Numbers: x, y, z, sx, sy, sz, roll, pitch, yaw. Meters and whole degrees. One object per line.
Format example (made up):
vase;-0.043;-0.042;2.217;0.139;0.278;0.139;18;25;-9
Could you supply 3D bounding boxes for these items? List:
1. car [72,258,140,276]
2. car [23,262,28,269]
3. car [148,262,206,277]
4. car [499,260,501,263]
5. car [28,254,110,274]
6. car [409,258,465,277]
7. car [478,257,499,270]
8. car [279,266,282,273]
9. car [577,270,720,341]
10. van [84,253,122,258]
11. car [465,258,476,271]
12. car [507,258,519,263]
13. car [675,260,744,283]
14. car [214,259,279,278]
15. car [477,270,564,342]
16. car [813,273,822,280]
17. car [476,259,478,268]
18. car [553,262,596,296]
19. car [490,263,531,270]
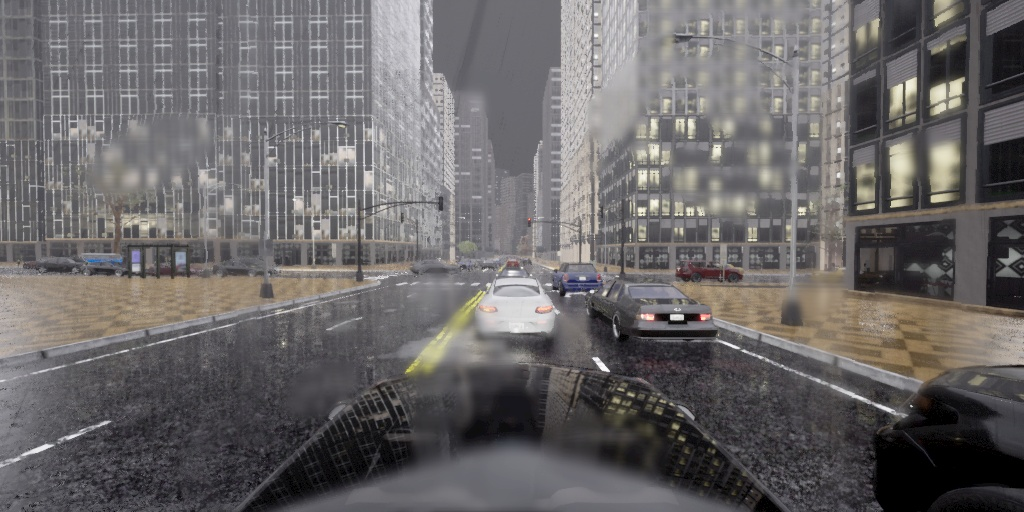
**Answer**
car;-34.072;1.069;30.615;4.313;1.339;1.948;0;0;1
car;-50.938;0.793;39.405;4.207;1.307;1.802;0;0;1
car;-28.391;1.138;30.437;4.207;1.307;1.802;0;0;1
car;-3.278;1.304;61.015;1.895;1.301;4.718;0;0;0
car;-41.115;0.874;33.406;5.008;1.535;1.882;1;1;1
car;-7.340;1.169;34.344;4.902;1.511;2.128;0;1;-18
car;-3.300;1.262;51.255;2.033;1.411;5.357;0;0;0
car;-23.948;1.043;33.033;4.902;1.511;2.128;1;1;1
car;3.359;1.294;9.810;2.033;1.411;5.357;0;0;0
van;-45.256;0.605;39.285;3.998;1.789;1.690;0;0;1
car;-6.584;1.068;49.272;2.097;1.767;4.553;0;0;1
car;0.150;1.182;59.795;1.882;1.535;5.008;0;0;0
car;16.217;1.269;29.739;5.009;1.841;2.192;0;0;1
car;-22.707;1.174;30.299;4.313;1.339;1.948;0;0;1
car;0.106;1.272;9.671;1.812;1.442;4.674;0;0;0
car;27.665;1.579;29.533;4.829;1.417;1.751;0;0;1
car;-6.539;1.211;58.369;1.837;1.490;4.892;0;0;0
car;3.364;1.093;19.195;2.097;1.767;4.553;0;0;0
car;0.114;1.288;18.916;2.033;1.411;5.357;0;0;0
